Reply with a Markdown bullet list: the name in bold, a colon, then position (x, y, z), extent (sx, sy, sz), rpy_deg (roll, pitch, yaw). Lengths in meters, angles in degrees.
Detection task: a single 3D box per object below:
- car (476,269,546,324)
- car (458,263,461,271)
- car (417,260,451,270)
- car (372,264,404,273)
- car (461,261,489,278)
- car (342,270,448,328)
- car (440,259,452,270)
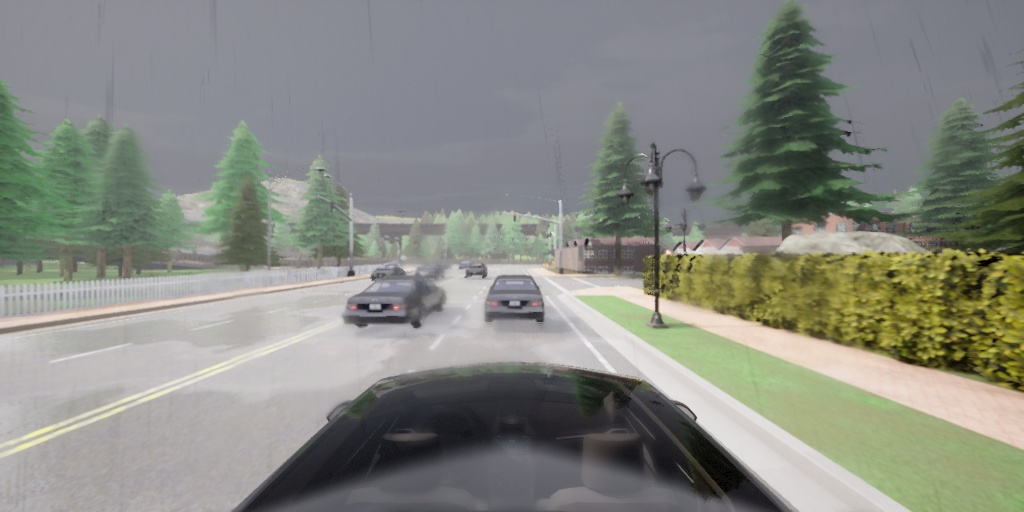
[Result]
- **car**: position (0.084, 1.331, 12.139), extent (2.033, 1.411, 5.357), rpy_deg (0, 0, 0)
- **car**: position (-7.006, 1.447, 54.887), extent (1.812, 1.442, 4.674), rpy_deg (0, 0, 0)
- **car**: position (-7.099, 1.337, 31.439), extent (2.128, 1.511, 4.902), rpy_deg (0, 0, 0)
- **car**: position (-10.599, 1.408, 30.975), extent (1.994, 1.385, 4.181), rpy_deg (0, 0, 0)
- **car**: position (-3.404, 1.349, 35.267), extent (2.128, 1.511, 4.902), rpy_deg (0, 0, 0)
- **car**: position (-3.417, 1.328, 11.496), extent (2.033, 1.411, 5.357), rpy_deg (0, 0, 0)
- **car**: position (-10.507, 1.271, 54.903), extent (2.097, 1.767, 4.553), rpy_deg (0, 0, 0)
